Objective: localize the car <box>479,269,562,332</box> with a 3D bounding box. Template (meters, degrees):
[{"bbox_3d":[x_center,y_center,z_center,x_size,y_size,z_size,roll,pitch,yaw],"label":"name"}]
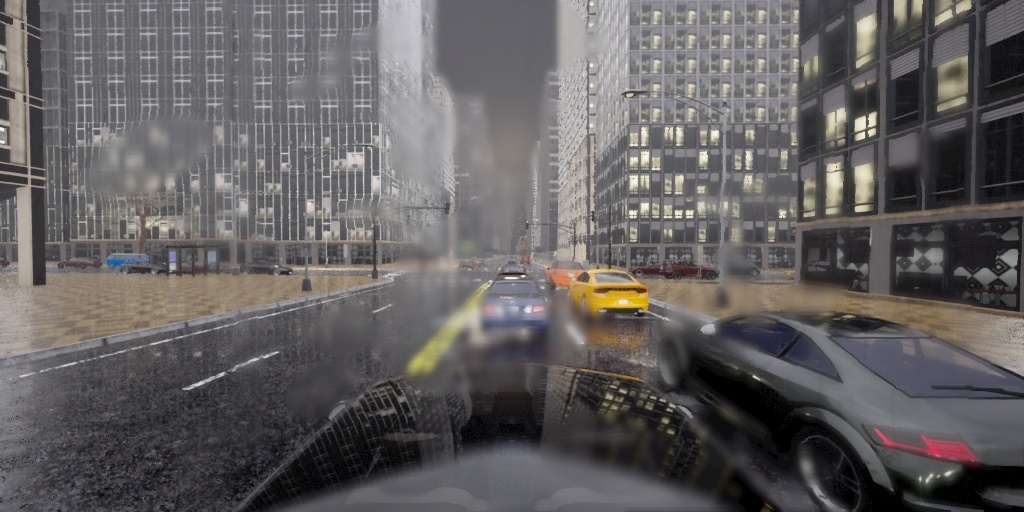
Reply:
[{"bbox_3d":[0.086,1.294,10.802,2.033,1.411,5.357,0,0,1],"label":"car"}]

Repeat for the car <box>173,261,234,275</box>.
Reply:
[{"bbox_3d":[-28.468,1.137,33.497,4.207,1.307,1.802,0,0,1],"label":"car"}]

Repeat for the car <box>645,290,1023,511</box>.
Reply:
[{"bbox_3d":[3.341,1.313,4.122,1.994,1.385,4.181,0,0,0],"label":"car"}]

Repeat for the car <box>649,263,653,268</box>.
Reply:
[{"bbox_3d":[15.018,1.450,38.737,4.718,1.301,1.895,1,1,2],"label":"car"}]

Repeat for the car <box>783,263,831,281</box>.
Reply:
[{"bbox_3d":[27.591,1.577,32.733,4.829,1.417,1.751,0,0,1],"label":"car"}]

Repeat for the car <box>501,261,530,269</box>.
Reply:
[{"bbox_3d":[0.070,1.232,20.554,2.128,1.511,4.902,0,0,0],"label":"car"}]

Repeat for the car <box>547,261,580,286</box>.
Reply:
[{"bbox_3d":[3.316,1.091,22.212,2.097,1.767,4.553,0,0,0],"label":"car"}]

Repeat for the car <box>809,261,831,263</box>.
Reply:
[{"bbox_3d":[32.664,1.357,38.423,4.553,1.767,2.097,1,1,1],"label":"car"}]

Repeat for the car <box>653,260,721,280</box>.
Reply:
[{"bbox_3d":[16.142,1.268,32.911,5.009,1.841,2.192,0,0,1],"label":"car"}]

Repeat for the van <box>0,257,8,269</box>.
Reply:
[{"bbox_3d":[-51.194,0.686,34.031,3.998,1.789,1.690,0,0,1],"label":"van"}]

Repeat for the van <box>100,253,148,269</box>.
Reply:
[{"bbox_3d":[-45.354,0.604,42.303,3.998,1.789,1.690,0,0,1],"label":"van"}]

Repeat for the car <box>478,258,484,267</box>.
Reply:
[{"bbox_3d":[-6.665,1.053,64.329,2.097,1.767,4.553,0,0,0],"label":"car"}]

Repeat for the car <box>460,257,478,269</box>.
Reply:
[{"bbox_3d":[-6.679,1.277,54.328,1.994,1.385,4.181,0,0,0],"label":"car"}]

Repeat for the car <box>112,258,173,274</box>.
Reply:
[{"bbox_3d":[-34.149,1.068,33.661,4.313,1.339,1.948,0,0,1],"label":"car"}]

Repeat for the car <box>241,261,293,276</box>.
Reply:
[{"bbox_3d":[-22.784,1.172,33.374,4.313,1.339,1.948,0,0,1],"label":"car"}]

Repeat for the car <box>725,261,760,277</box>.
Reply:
[{"bbox_3d":[23.914,1.280,38.565,4.553,1.767,2.097,1,1,1],"label":"car"}]

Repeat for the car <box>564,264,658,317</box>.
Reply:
[{"bbox_3d":[3.331,1.222,13.207,1.882,1.535,5.008,0,0,0],"label":"car"}]
